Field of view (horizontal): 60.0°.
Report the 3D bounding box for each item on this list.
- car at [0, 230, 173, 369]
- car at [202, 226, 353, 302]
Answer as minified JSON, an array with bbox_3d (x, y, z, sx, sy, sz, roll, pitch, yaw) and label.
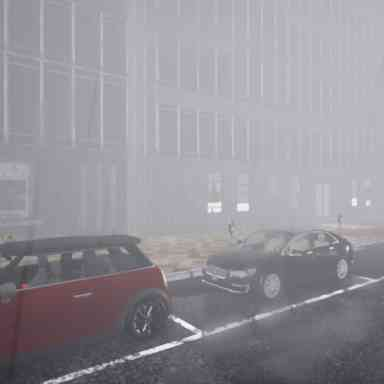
[{"bbox_3d":[-2.391,1.440,4.856,4.097,1.590,1.967,0,0,-36],"label":"car"},{"bbox_3d":[2.239,1.549,8.167,4.403,1.369,2.008,0,0,-36],"label":"car"}]
